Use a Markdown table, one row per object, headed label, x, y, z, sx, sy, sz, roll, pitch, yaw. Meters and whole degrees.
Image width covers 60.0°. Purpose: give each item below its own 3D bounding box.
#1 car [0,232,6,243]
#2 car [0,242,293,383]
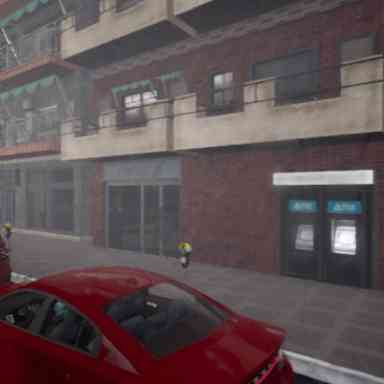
| label | x | y | z | sx | sy | sz | roll | pitch | yaw |
| --- | --- | --- | --- | --- | --- | --- | --- | --- | --- |
| car | -5.788 | 1.286 | 7.008 | 5.009 | 1.841 | 2.192 | 0 | 0 | 36 |
| car | -1.206 | 1.534 | 3.738 | 4.507 | 1.381 | 1.887 | 0 | 0 | 36 |
